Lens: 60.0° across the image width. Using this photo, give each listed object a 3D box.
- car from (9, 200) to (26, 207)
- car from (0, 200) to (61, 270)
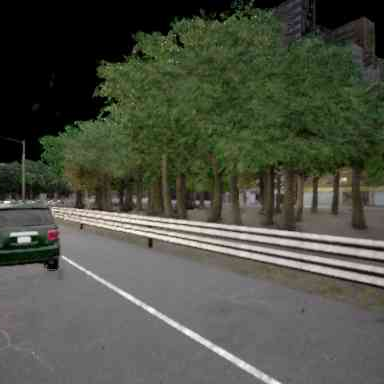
[{"bbox_3d":[-41.385,2.699,78.948,1.837,1.490,4.892,0,-1,-6],"label":"car"},{"bbox_3d":[-5.959,1.393,11.021,2.150,2.045,5.566,0,-1,-35],"label":"car"}]
